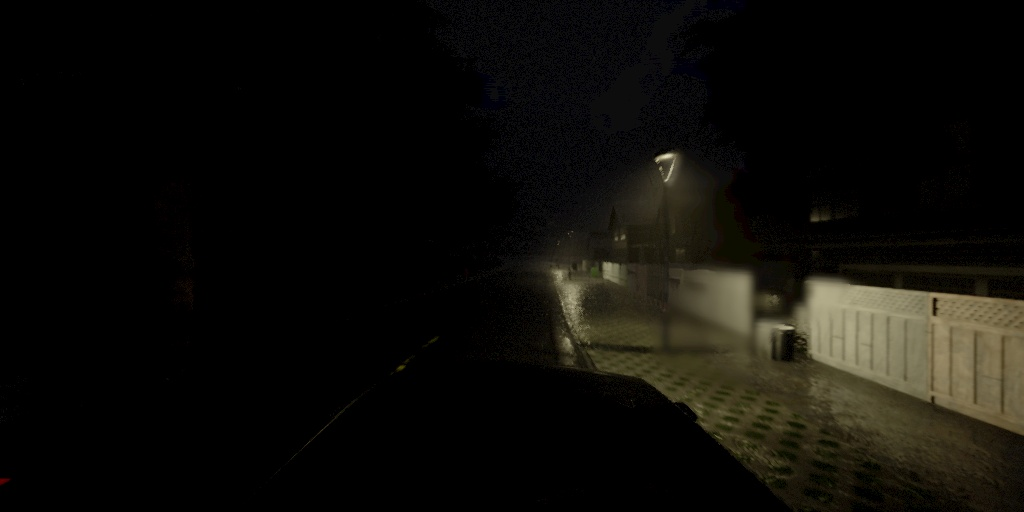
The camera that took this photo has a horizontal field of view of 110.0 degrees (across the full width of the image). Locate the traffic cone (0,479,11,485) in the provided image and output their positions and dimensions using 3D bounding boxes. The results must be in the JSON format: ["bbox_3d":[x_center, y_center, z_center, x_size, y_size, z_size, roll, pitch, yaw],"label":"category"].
[{"bbox_3d":[-4.553,1.675,2.973,0.340,0.580,0.340,0,0,1],"label":"traffic cone"}]
